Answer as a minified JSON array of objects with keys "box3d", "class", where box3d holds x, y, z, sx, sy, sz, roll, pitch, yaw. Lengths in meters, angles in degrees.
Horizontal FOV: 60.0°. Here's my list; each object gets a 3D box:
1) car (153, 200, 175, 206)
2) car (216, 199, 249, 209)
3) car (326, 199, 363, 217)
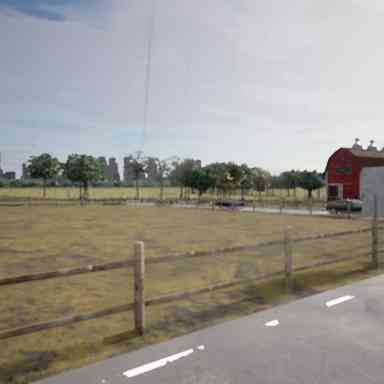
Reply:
[{"box3d":[-5.036,1.850,59.659,1.895,1.301,4.718,-1,0,-35],"class":"car"},{"box3d":[5.404,1.610,44.722,1.895,1.301,4.718,-1,0,-35],"class":"car"},{"box3d":[15.051,1.447,31.070,1.837,1.490,4.892,-1,1,-35],"class":"car"}]
